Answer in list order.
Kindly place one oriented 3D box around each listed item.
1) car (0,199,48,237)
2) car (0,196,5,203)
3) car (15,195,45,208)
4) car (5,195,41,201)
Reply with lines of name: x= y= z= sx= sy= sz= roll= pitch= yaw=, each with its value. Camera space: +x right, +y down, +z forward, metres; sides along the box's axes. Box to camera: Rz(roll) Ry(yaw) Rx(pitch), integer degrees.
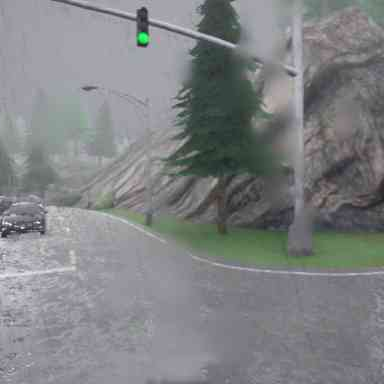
car: x=-8.592 y=1.330 z=17.188 sx=1.837 sy=1.490 sz=4.892 roll=-2 pitch=1 yaw=-24
car: x=-19.099 y=1.199 z=34.503 sx=1.837 sy=1.490 sz=4.892 roll=-2 pitch=1 yaw=-42
car: x=-19.662 y=1.118 z=40.382 sx=1.812 sy=1.442 sz=4.674 roll=-2 pitch=1 yaw=-45
car: x=-13.177 y=1.091 z=26.255 sx=2.097 sy=1.767 sz=4.553 roll=-2 pitch=1 yaw=-32
